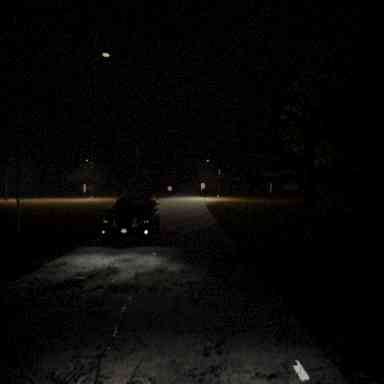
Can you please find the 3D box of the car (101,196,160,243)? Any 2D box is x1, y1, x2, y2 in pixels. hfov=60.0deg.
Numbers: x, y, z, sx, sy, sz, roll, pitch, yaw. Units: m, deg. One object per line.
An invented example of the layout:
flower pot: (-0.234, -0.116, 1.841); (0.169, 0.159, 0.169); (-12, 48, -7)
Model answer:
car: (-2.853, 1.258, 16.681); (2.150, 2.045, 5.566); (0, 0, 0)
